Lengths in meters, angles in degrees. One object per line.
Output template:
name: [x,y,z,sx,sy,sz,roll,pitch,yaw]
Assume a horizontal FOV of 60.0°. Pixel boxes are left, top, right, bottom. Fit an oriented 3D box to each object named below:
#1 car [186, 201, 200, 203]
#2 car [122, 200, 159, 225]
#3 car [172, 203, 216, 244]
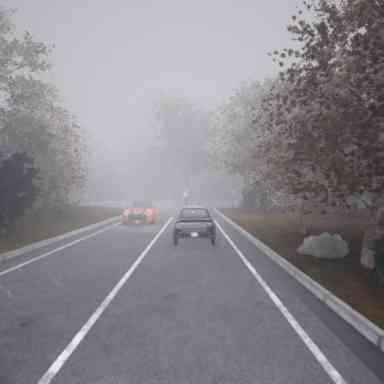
car: [0.099,1.610,34.017,1.895,1.301,4.718,0,0,0]
car: [-3.594,1.359,23.969,2.097,1.767,4.553,0,0,0]
car: [0.101,1.496,15.801,2.128,1.511,4.902,0,0,0]
